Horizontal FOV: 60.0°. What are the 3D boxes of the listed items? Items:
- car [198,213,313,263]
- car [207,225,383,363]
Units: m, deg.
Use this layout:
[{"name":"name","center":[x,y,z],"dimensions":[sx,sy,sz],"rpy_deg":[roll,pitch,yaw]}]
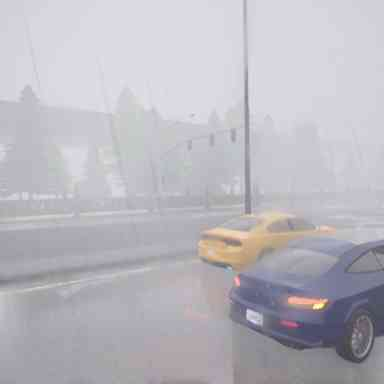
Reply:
[{"name":"car","center":[2.515,1.358,9.868],"dimensions":[5.008,1.535,1.882],"rpy_deg":[-1,1,-35]},{"name":"car","center":[2.707,1.448,5.719],"dimensions":[4.674,1.442,1.812],"rpy_deg":[-1,1,-35]}]
